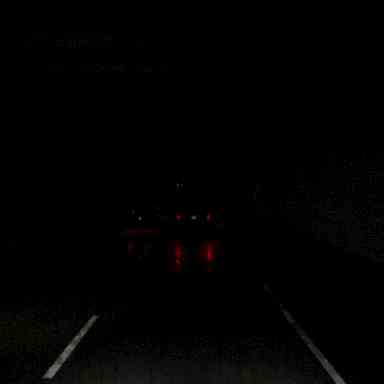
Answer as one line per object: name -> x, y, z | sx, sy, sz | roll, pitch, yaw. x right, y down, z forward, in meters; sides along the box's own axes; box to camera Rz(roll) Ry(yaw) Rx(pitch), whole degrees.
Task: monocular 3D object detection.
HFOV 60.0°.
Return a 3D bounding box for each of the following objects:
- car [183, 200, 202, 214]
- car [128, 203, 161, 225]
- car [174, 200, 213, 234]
car -> 0.081, 1.641, 38.722 | 2.033, 1.411, 5.357 | 0, 0, 0
car -> -3.412, 1.551, 24.291 | 2.128, 1.511, 4.902 | 0, 0, 0
car -> 0.091, 1.400, 19.827 | 2.097, 1.767, 4.553 | 0, 0, 0
